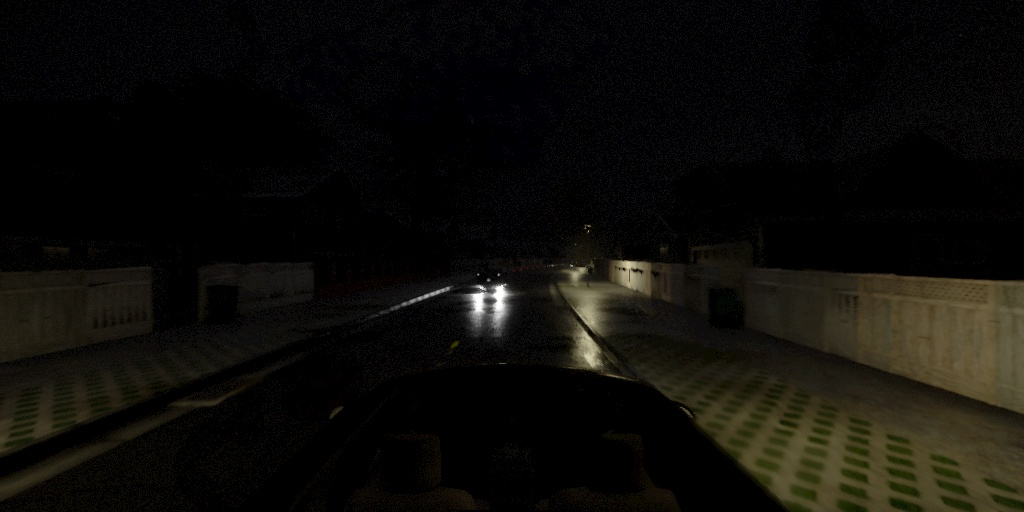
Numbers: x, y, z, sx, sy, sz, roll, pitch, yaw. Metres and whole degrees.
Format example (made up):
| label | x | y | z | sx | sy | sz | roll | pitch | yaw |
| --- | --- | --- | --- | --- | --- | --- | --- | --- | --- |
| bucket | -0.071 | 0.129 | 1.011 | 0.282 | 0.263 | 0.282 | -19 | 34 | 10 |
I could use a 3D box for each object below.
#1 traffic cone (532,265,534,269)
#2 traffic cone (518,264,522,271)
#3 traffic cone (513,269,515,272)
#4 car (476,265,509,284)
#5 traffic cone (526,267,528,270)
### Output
| label | x | y | z | sx | sy | sz | roll | pitch | yaw |
| --- | --- | --- | --- | --- | --- | --- | --- | --- | --- |
| traffic cone | 3.492 | 1.839 | 60.639 | 0.340 | 0.580 | 0.340 | 0 | 0 | 14 |
| traffic cone | 1.239 | 1.803 | 50.792 | 0.340 | 0.580 | 0.340 | 0 | 0 | 12 |
| traffic cone | 0.265 | 1.788 | 45.835 | 0.340 | 0.580 | 0.340 | 0 | 0 | 11 |
| car | -1.405 | 1.382 | 27.127 | 1.895 | 1.301 | 4.718 | 0 | 0 | 6 |
| traffic cone | 2.315 | 1.820 | 55.728 | 0.340 | 0.580 | 0.340 | 0 | 0 | 13 |
